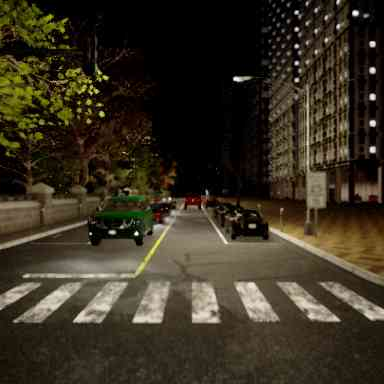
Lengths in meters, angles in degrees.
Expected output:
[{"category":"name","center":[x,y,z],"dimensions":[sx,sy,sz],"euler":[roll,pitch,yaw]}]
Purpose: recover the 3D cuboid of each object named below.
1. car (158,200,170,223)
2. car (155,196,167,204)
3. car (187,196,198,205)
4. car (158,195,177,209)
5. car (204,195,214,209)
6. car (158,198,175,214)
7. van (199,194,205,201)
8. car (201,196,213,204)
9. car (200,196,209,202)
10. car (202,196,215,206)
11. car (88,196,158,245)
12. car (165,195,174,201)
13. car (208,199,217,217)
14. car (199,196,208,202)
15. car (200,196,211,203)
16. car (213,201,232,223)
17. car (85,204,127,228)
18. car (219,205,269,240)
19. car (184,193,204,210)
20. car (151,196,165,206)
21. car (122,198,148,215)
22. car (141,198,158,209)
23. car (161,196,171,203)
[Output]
[{"category":"car","center":[-3.055,1.553,25.089],"dimensions":[1.994,1.385,4.181],"euler":[0,0,1]},{"category":"car","center":[-5.690,1.542,61.949],"dimensions":[1.887,1.381,4.507],"euler":[0,0,0]},{"category":"car","center":[0.093,1.473,58.793],"dimensions":[1.882,1.535,5.008],"euler":[0,0,0]},{"category":"car","center":[-3.001,1.481,43.476],"dimensions":[2.128,1.511,4.902],"euler":[0,0,0]},{"category":"car","center":[2.691,1.534,45.053],"dimensions":[1.887,1.381,4.507],"euler":[0,0,0]},{"category":"car","center":[-3.026,1.589,33.251],"dimensions":[1.895,1.301,4.718],"euler":[0,0,1]},{"category":"van","center":[2.691,1.363,90.112],"dimensions":[1.690,1.788,3.998],"euler":[0,0,0]},{"category":"car","center":[2.690,1.548,61.949],"dimensions":[2.008,1.369,4.403],"euler":[0,0,0]},{"category":"car","center":[2.690,1.586,73.214],"dimensions":[1.802,1.307,4.206],"euler":[0,0,0]},{"category":"car","center":[2.692,1.434,56.317],"dimensions":[1.967,1.590,4.097],"euler":[0,0,0]},{"category":"car","center":[-3.091,1.214,15.713],"dimensions":[2.150,2.045,5.566],"euler":[0,0,0]},{"category":"car","center":[-5.690,1.560,84.478],"dimensions":[1.887,1.381,4.507],"euler":[0,0,0]},{"category":"car","center":[2.691,1.555,28.155],"dimensions":[1.947,1.339,4.313],"euler":[0,0,0]},{"category":"car","center":[2.691,1.591,78.846],"dimensions":[1.802,1.307,4.206],"euler":[0,0,0]},{"category":"car","center":[2.691,1.551,67.581],"dimensions":[2.008,1.369,4.403],"euler":[0,0,0]},{"category":"car","center":[2.691,1.556,22.523],"dimensions":[1.947,1.339,4.313],"euler":[0,0,0]},{"category":"car","center":[-5.689,1.572,22.523],"dimensions":[1.802,1.307,4.206],"euler":[0,0,0]},{"category":"car","center":[2.691,1.558,16.890],"dimensions":[1.947,1.339,4.313],"euler":[0,0,0]},{"category":"car","center":[0.097,1.201,43.923],"dimensions":[2.150,2.045,5.566],"euler":[0,-1,0]},{"category":"car","center":[-5.689,1.435,56.316],"dimensions":[1.967,1.590,4.097],"euler":[0,0,0]},{"category":"car","center":[-5.689,1.428,33.788],"dimensions":[1.967,1.590,4.097],"euler":[0,0,0]},{"category":"car","center":[-5.689,1.515,44.883],"dimensions":[1.752,1.417,4.829],"euler":[0,0,0]},{"category":"car","center":[-5.690,1.549,73.214],"dimensions":[1.887,1.381,4.507],"euler":[0,0,0]}]
